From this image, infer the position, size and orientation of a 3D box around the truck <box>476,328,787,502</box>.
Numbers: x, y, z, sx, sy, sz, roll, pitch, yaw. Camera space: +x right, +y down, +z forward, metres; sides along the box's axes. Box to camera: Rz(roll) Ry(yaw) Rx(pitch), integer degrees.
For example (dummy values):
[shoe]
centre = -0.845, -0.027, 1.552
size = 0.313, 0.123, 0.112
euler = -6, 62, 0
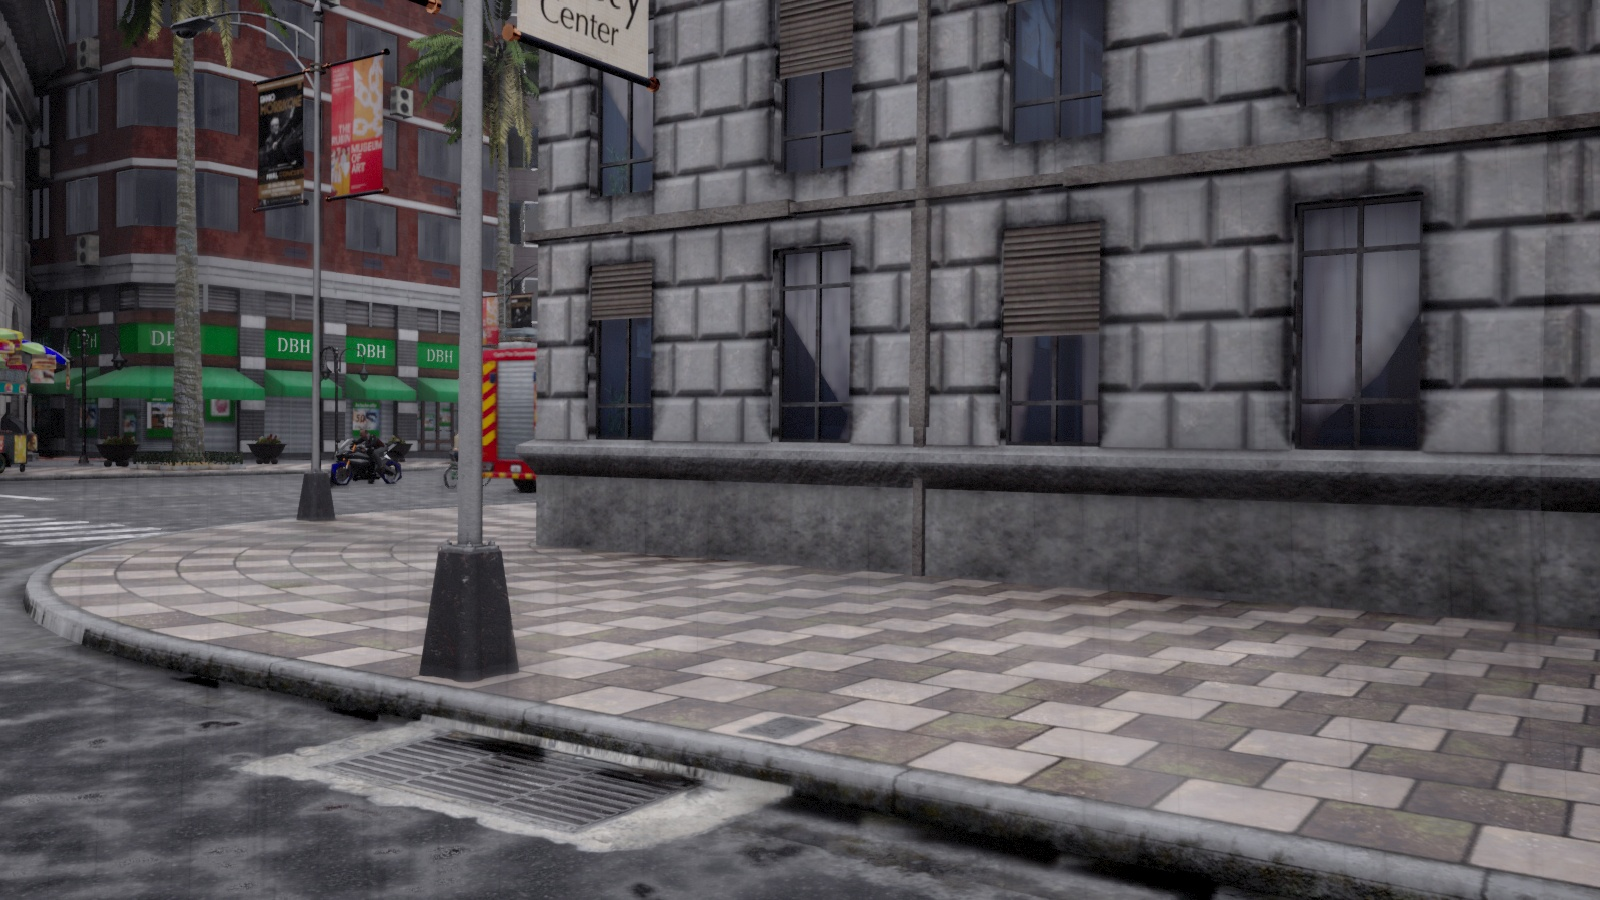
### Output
[truck]
centre = -3.949, -0.833, 31.910
size = 2.891, 3.827, 8.468
euler = 0, 1, 34

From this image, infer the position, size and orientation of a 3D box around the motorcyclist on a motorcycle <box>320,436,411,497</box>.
[motorcyclist on a motorcycle]
centre = -11.503, 0.415, 33.326
size = 0.866, 1.530, 2.191
euler = 0, 1, 33

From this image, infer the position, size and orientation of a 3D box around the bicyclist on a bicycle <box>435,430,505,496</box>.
[bicyclist on a bicycle]
centre = -8.323, 0.310, 31.699
size = 0.866, 1.612, 1.509
euler = 0, 1, 34
